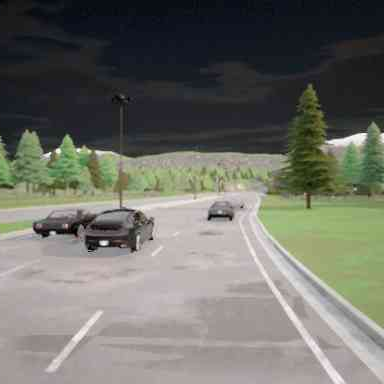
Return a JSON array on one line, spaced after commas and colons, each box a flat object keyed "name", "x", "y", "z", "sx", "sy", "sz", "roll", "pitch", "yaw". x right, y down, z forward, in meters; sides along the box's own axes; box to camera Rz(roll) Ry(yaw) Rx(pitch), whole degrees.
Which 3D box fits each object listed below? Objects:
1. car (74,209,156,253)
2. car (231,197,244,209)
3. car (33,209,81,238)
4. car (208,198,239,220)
[{"name": "car", "x": -2.731, "y": 1.438, "z": 13.507, "sx": 1.837, "sy": 1.490, "sz": 4.892, "roll": 0, "pitch": 0, "yaw": 5}, {"name": "car", "x": 5.650, "y": 1.320, "z": 42.469, "sx": 1.812, "sy": 1.442, "sz": 4.674, "roll": 0, "pitch": 0, "yaw": 12}, {"name": "car", "x": -5.956, "y": 1.517, "z": 16.944, "sx": 1.895, "sy": 1.301, "sz": 4.718, "roll": 0, "pitch": 0, "yaw": 5}, {"name": "car", "x": 2.409, "y": 1.435, "z": 26.513, "sx": 1.994, "sy": 1.385, "sz": 4.181, "roll": 0, "pitch": 0, "yaw": 10}]
